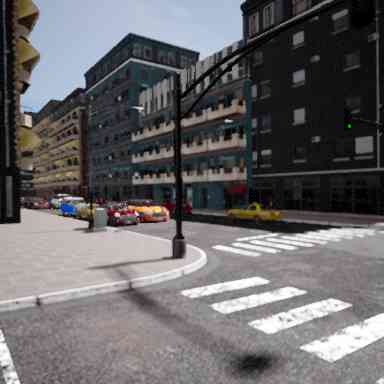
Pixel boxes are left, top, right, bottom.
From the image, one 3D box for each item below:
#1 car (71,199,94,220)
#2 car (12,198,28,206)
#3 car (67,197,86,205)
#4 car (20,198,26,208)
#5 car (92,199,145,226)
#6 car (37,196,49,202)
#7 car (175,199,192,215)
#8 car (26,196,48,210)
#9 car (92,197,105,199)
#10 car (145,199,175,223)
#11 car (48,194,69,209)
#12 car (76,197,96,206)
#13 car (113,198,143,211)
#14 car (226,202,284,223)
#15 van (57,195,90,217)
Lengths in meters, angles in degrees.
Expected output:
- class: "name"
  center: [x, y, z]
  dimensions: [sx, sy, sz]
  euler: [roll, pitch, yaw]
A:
- class: "car"
  center: [-8.542, 1.632, 28.596]
  dimensions: [1.752, 1.417, 4.829]
  euler: [-1, 1, -36]
- class: "car"
  center: [-31.159, 1.762, 60.258]
  dimensions: [1.887, 1.381, 4.507]
  euler: [-1, 1, -36]
- class: "car"
  center: [-21.124, 1.608, 60.624]
  dimensions: [2.008, 1.369, 4.403]
  euler: [-1, 1, -36]
- class: "car"
  center: [-24.725, 1.749, 51.251]
  dimensions: [1.947, 1.339, 4.313]
  euler: [-1, 1, -36]
- class: "car"
  center: [-5.425, 1.533, 24.231]
  dimensions: [1.967, 1.590, 4.097]
  euler: [-1, 1, -36]
- class: "car"
  center: [-37.208, 1.690, 83.141]
  dimensions: [1.887, 1.381, 4.507]
  euler: [-1, 1, -36]
- class: "car"
  center: [-1.823, 1.404, 33.603]
  dimensions: [1.967, 1.590, 4.097]
  euler: [-1, 1, -36]
- class: "car"
  center: [-21.510, 1.608, 46.747]
  dimensions: [1.967, 1.590, 4.097]
  euler: [-1, 1, -36]
- class: "car"
  center: [-14.692, 1.464, 51.616]
  dimensions: [1.967, 1.590, 4.097]
  euler: [-1, 1, -36]
- class: "car"
  center: [-3.670, 1.401, 26.229]
  dimensions: [2.097, 1.767, 4.553]
  euler: [-1, 1, -36]
- class: "car"
  center: [-17.813, 1.337, 46.131]
  dimensions: [2.150, 2.045, 5.566]
  euler: [-1, 0, -35]
- class: "car"
  center: [-17.906, 1.606, 56.121]
  dimensions: [1.947, 1.339, 4.313]
  euler: [-1, 1, -36]
- class: "car"
  center: [-8.256, 1.544, 42.611]
  dimensions: [2.008, 1.369, 4.403]
  euler: [-1, 1, -36]
- class: "car"
  center: [4.513, 1.461, 24.737]
  dimensions: [1.752, 1.417, 4.829]
  euler: [-1, 1, -36]
- class: "van"
  center: [-11.860, 1.463, 33.236]
  dimensions: [1.690, 1.788, 3.998]
  euler: [-1, 1, -36]
